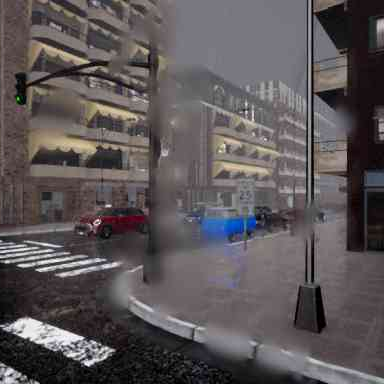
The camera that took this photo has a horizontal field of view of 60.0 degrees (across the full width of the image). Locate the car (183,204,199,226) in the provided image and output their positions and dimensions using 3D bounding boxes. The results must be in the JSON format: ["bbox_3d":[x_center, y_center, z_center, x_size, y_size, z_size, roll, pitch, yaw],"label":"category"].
[{"bbox_3d":[1.204,2.005,27.535,1.812,1.442,4.674,0,-1,35],"label":"car"}]

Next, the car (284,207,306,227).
[{"bbox_3d":[8.513,2.158,27.907,1.802,1.307,4.206,-1,-2,35],"label":"car"}]

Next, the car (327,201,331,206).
[{"bbox_3d":[27.369,2.729,68.819,2.192,1.841,5.009,-1,-2,35],"label":"car"}]

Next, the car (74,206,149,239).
[{"bbox_3d":[-4.549,1.639,19.411,2.097,1.767,4.553,0,-1,35],"label":"car"}]

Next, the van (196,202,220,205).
[{"bbox_3d":[1.681,1.903,32.709,1.690,1.788,3.998,-1,-2,35],"label":"van"}]

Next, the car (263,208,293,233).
[{"bbox_3d":[5.303,2.035,23.394,1.947,1.339,4.313,-1,-2,35],"label":"car"}]

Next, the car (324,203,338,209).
[{"bbox_3d":[30.581,3.064,73.327,1.887,1.381,4.507,-1,-2,35],"label":"car"}]

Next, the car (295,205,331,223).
[{"bbox_3d":[11.725,2.233,32.422,2.008,1.369,4.403,-1,-2,35],"label":"car"}]

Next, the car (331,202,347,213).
[{"bbox_3d":[25.224,2.697,55.784,1.837,1.490,4.892,0,-2,35],"label":"car"}]

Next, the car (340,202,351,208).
[{"bbox_3d":[40.118,3.376,86.733,1.752,1.417,4.829,-1,-2,35],"label":"car"}]

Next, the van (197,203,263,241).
[{"bbox_3d":[2.229,1.704,18.787,1.690,1.788,3.998,-1,-2,35],"label":"van"}]

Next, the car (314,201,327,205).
[{"bbox_3d":[24.159,2.889,64.299,1.802,1.307,4.206,-1,-2,35],"label":"car"}]

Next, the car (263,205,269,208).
[{"bbox_3d":[7.099,2.181,35.813,1.837,1.490,4.892,0,-1,35],"label":"car"}]
